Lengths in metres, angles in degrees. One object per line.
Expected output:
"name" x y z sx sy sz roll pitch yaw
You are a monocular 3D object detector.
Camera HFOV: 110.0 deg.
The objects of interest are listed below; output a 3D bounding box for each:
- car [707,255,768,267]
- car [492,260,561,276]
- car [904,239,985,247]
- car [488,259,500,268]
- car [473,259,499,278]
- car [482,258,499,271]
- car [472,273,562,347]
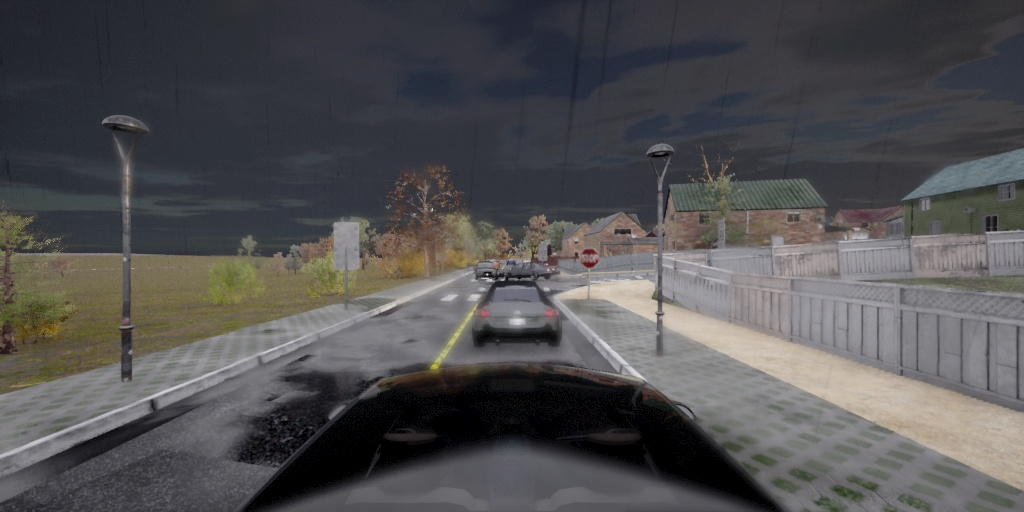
"car" 14.329 0.413 22.753 4.181 1.385 1.994 -3 0 16
"car" 1.263 1.198 28.340 5.357 1.411 2.033 -4 -3 43
"car" 23.837 -0.208 20.357 4.902 1.511 2.128 -3 0 14
"car" -2.996 1.256 61.094 1.882 1.535 5.008 0 0 0
"car" -2.332 1.258 31.241 1.837 1.490 4.892 0 0 -8
"car" -2.984 1.121 51.057 2.097 1.767 4.553 0 0 0
"car" 0.081 1.313 9.322 1.994 1.385 4.181 0 0 -1
